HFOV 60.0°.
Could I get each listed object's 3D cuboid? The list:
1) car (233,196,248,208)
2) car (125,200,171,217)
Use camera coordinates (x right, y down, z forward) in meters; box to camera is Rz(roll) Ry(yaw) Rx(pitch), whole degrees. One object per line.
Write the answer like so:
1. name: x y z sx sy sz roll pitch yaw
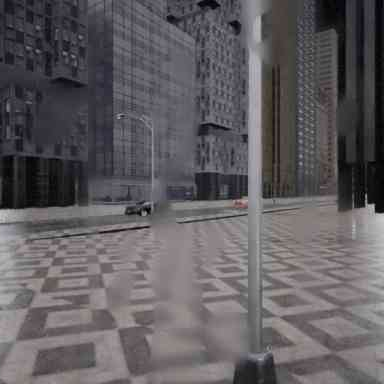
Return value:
1. car: 7.516 1.292 46.543 2.097 1.767 4.553 0 0 37
2. car: -4.009 1.443 30.875 1.882 1.535 5.008 0 0 36
